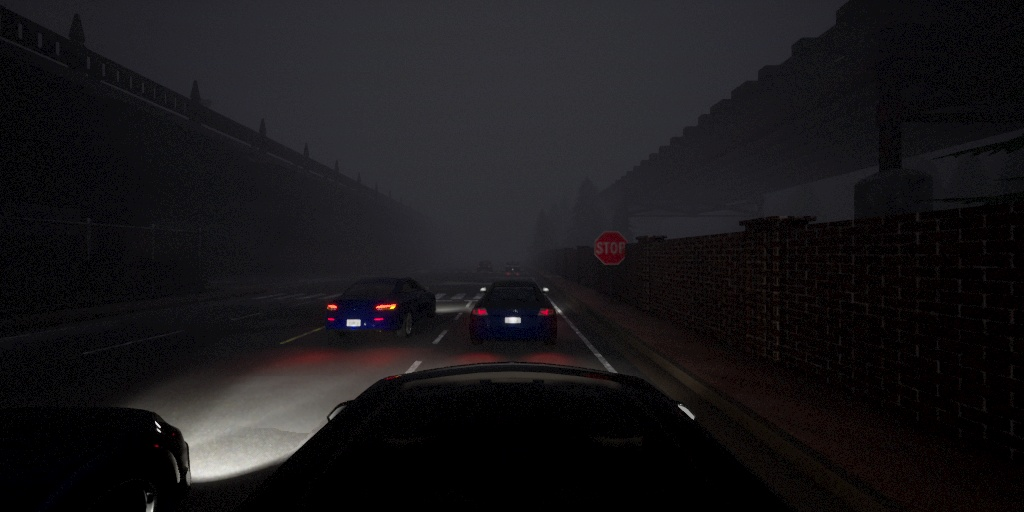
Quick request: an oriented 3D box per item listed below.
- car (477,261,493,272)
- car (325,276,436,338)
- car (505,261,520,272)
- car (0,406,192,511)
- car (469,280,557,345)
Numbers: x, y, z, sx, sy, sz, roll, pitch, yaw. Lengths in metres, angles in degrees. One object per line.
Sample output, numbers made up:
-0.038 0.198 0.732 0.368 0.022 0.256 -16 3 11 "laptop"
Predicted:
-3.430 1.297 46.054 2.033 1.411 5.357 0 0 -1 "car"
-3.420 1.276 10.031 1.812 1.442 4.674 0 0 0 "car"
0.065 1.351 46.249 1.895 1.301 4.718 0 0 -1 "car"
-3.399 1.314 0.935 1.994 1.385 4.181 0 0 0 "car"
0.062 1.314 9.511 1.994 1.385 4.181 0 0 1 "car"
